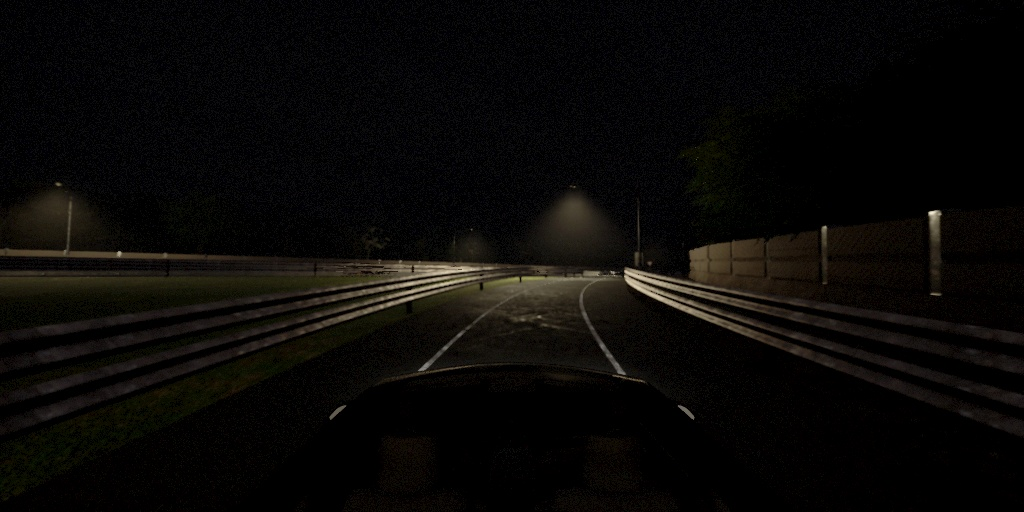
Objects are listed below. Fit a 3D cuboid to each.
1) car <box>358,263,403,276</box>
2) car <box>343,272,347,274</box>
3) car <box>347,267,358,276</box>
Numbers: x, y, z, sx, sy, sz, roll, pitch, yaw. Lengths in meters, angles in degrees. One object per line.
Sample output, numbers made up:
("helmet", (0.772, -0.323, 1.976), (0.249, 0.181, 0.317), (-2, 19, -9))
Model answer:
("car", (-15.935, 1.684, 44.485), (5.008, 1.535, 1.882), (3, -4, -43))
("car", (-20.724, 2.065, 49.578), (4.718, 1.301, 1.895), (3, -4, -43))
("car", (-18.341, 1.815, 47.024), (5.008, 1.535, 1.882), (3, -4, -43))
